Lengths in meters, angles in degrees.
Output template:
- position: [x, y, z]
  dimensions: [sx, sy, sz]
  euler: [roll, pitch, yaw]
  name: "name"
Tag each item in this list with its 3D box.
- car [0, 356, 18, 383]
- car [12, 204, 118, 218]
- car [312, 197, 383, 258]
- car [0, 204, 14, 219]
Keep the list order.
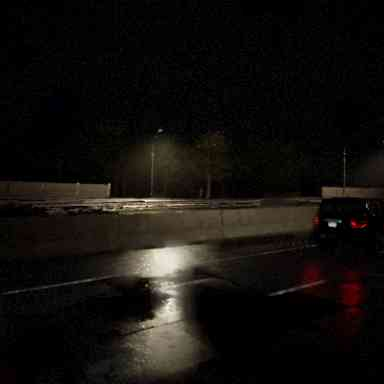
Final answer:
- position: [-3.313, 1.526, 1.382]
  dimensions: [4.674, 1.442, 1.812]
  euler: [0, 0, -36]
  name: "car"
- position: [-6.087, 1.490, 16.846]
  dimensions: [4.902, 1.511, 2.128]
  euler: [0, 0, -36]
  name: "car"
- position: [7.049, 1.226, 13.073]
  dimensions: [5.566, 2.045, 2.150]
  euler: [0, 0, -36]
  name: "car"
- position: [-10.243, 1.562, 18.181]
  dimensions: [4.181, 1.385, 1.994]
  euler: [0, 0, -36]
  name: "car"
